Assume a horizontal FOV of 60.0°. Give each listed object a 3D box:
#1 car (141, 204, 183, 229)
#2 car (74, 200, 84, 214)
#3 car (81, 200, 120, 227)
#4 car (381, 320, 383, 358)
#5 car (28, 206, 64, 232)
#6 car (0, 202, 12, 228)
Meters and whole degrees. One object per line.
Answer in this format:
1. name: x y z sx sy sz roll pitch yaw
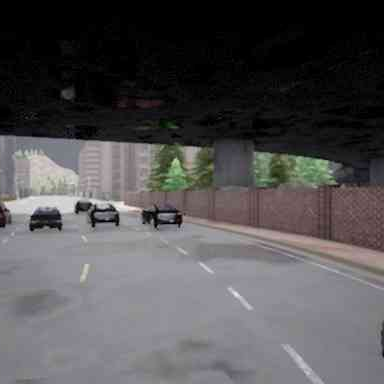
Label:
1. car: -2.154 1.585 22.505 2.128 1.511 4.902 0 0 -22
2. car: -12.381 1.645 37.957 1.882 1.535 5.008 0 0 -23
3. car: -6.376 1.590 23.615 2.128 1.511 4.902 0 -1 -23
4. car: 3.365 1.497 2.140 2.128 1.511 4.902 0 0 -5
5. car: -9.344 1.645 21.457 2.033 1.411 5.357 0 0 -22
6. car: -13.502 1.477 22.374 2.097 1.767 4.553 0 0 -23
